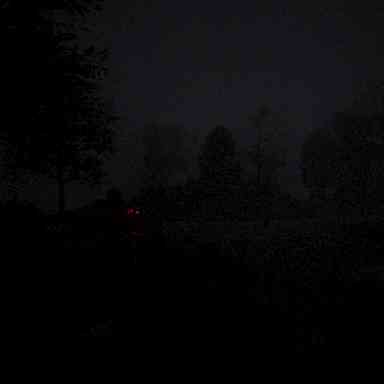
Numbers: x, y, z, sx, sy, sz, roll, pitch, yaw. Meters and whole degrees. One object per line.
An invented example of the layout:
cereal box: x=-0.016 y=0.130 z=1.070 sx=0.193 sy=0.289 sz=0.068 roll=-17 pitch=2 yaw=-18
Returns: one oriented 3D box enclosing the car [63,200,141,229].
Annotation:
car: x=-6.538 y=1.587 z=24.259 sx=5.566 sy=2.045 sz=2.150 roll=-1 pitch=-1 yaw=11
